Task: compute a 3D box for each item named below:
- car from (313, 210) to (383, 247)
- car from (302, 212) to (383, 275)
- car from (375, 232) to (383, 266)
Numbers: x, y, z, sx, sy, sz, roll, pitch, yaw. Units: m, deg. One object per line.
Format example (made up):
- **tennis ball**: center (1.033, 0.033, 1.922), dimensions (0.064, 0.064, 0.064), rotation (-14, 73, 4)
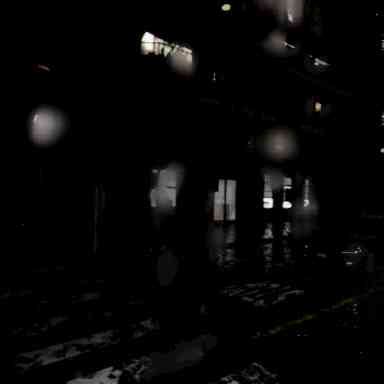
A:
- **car**: center (7.806, 1.614, 15.886), dimensions (4.206, 1.307, 1.802), rotation (1, 1, -39)
- **car**: center (5.553, 1.503, 10.782), dimensions (5.008, 1.535, 1.882), rotation (1, 0, -39)
- **car**: center (5.955, 1.577, 7.136), dimensions (4.674, 1.442, 1.812), rotation (1, 0, -39)
